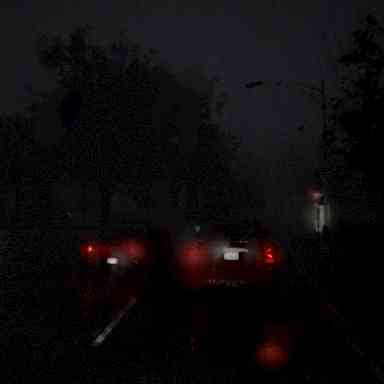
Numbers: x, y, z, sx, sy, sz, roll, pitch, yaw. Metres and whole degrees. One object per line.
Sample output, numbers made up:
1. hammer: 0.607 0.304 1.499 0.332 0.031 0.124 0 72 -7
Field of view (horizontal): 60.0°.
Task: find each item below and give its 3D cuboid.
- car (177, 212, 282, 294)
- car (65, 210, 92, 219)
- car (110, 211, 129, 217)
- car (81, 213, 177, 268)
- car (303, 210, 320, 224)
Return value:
1. car: 1.098 1.331 8.973 2.097 1.767 4.553 0 0 8
2. car: -20.885 4.026 61.202 4.553 1.767 2.097 2 -4 -32
3. car: -13.716 4.169 61.049 4.902 1.511 2.128 1 -4 -14
4. car: -1.806 1.607 11.296 1.895 1.301 4.718 -1 0 10
5. car: 13.058 2.716 35.879 1.837 1.490 4.892 0 -3 20
